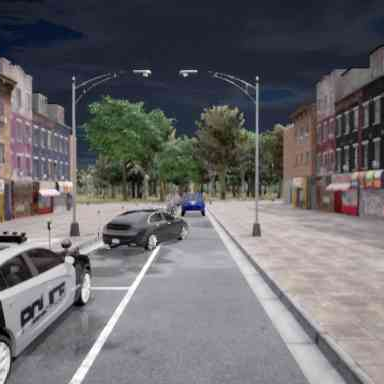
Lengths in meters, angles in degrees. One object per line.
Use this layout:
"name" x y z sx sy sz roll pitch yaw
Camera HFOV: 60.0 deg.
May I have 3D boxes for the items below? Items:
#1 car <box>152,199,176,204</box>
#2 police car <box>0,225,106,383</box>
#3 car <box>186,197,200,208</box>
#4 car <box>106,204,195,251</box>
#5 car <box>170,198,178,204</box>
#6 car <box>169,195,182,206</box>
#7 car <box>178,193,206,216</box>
"car" -2.621 1.511 26.679 2.008 1.369 4.403 -1 0 0
"police car" -3.004 1.416 5.060 1.930 1.638 5.238 0 0 0
"car" 0.135 1.443 47.493 1.837 1.490 4.892 0 0 0
"car" -1.767 1.484 14.107 1.837 1.490 4.892 1 1 23
"car" -2.616 1.520 32.114 1.947 1.339 4.313 -1 0 0
"car" -2.597 1.371 53.853 1.967 1.590 4.097 -1 0 0
"car" 0.116 1.166 31.986 2.150 2.045 5.566 0 -1 0
